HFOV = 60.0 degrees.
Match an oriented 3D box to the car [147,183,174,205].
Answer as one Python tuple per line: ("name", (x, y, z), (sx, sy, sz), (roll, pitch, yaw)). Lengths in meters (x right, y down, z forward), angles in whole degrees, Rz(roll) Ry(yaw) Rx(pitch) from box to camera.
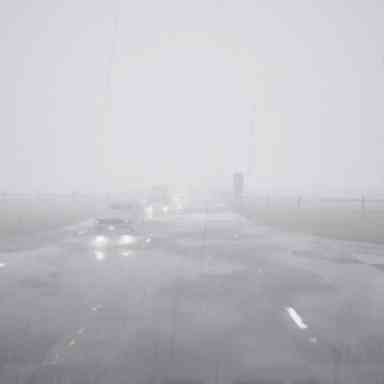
("car", (-3.563, 0.302, 36.411), (2.150, 2.045, 5.566), (-1, 2, 0))

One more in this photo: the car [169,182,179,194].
("car", (-3.445, -0.714, 59.140), (2.150, 2.045, 5.566), (-1, 3, 0))

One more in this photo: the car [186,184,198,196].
("car", (0.058, -0.262, 54.705), (2.128, 1.511, 4.902), (-1, 3, 0))

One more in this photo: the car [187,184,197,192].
("car", (0.067, -0.805, 65.112), (1.837, 1.490, 4.892), (-1, 3, 0))

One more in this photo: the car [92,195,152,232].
("car", (-3.587, 1.138, 17.396), (2.033, 1.411, 5.357), (-1, 1, 0))
